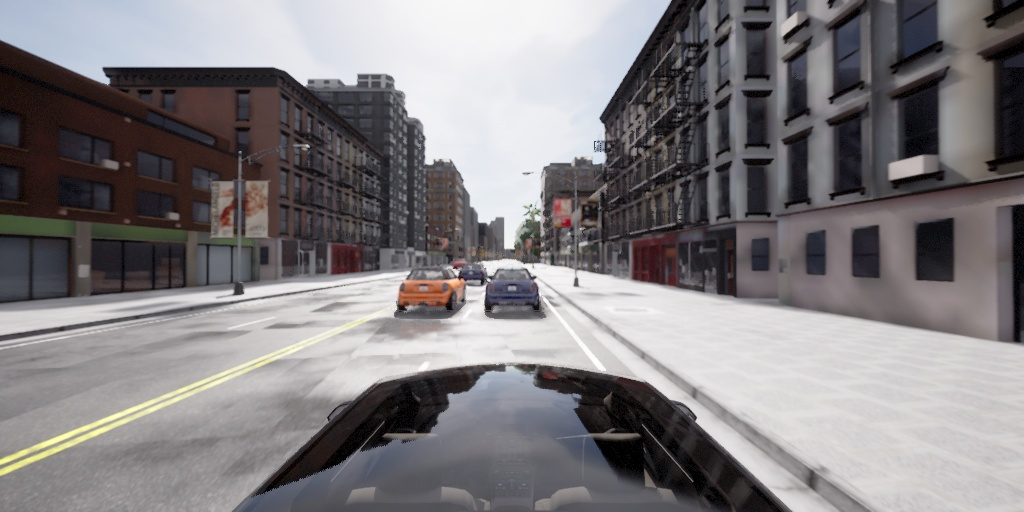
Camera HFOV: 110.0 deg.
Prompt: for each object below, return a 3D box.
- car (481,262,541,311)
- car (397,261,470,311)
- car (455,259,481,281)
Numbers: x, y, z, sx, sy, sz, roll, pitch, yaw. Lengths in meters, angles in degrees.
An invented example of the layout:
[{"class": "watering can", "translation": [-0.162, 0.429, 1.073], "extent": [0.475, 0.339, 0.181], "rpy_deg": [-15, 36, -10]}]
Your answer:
[{"class": "car", "translation": [0.022, 1.234, 15.278], "extent": [2.097, 1.767, 4.553], "rpy_deg": [0, -1, 0]}, {"class": "car", "translation": [-3.228, 1.234, 15.278], "extent": [2.097, 1.767, 4.553], "rpy_deg": [0, -1, 0]}, {"class": "car", "translation": [-3.227, 1.379, 30.276], "extent": [2.097, 1.767, 4.553], "rpy_deg": [0, -1, 0]}]
